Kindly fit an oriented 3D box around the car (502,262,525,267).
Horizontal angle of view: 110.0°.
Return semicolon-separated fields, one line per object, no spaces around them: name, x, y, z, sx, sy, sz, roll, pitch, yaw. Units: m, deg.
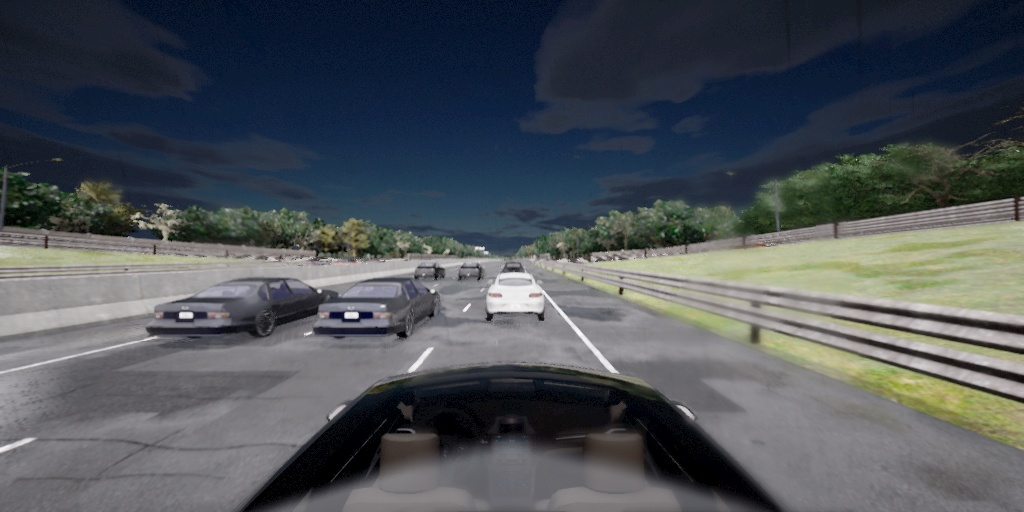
car;0.111;1.279;30.663;1.837;1.490;4.892;0;0;0

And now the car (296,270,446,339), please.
car;-3.397;1.304;10.099;2.033;1.411;5.357;0;0;0

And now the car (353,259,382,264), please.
car;-17.566;1.269;44.836;1.882;1.535;5.008;0;0;0

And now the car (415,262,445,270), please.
car;-6.890;1.265;30.457;2.128;1.511;4.902;0;0;0

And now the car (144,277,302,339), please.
car;-6.897;1.303;10.094;2.033;1.411;5.357;0;0;0

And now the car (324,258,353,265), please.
car;-21.062;1.144;45.023;2.097;1.767;4.553;0;0;0

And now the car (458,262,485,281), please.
car;-3.390;1.265;30.480;2.128;1.511;4.902;0;0;0

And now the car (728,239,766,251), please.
car;31.286;-1.365;47.931;2.097;1.767;4.553;0;-3;-10

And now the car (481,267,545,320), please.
car;0.103;1.284;12.542;1.812;1.442;4.674;0;0;0

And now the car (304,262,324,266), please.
car;-24.561;1.392;45.080;1.895;1.301;4.718;0;0;0
